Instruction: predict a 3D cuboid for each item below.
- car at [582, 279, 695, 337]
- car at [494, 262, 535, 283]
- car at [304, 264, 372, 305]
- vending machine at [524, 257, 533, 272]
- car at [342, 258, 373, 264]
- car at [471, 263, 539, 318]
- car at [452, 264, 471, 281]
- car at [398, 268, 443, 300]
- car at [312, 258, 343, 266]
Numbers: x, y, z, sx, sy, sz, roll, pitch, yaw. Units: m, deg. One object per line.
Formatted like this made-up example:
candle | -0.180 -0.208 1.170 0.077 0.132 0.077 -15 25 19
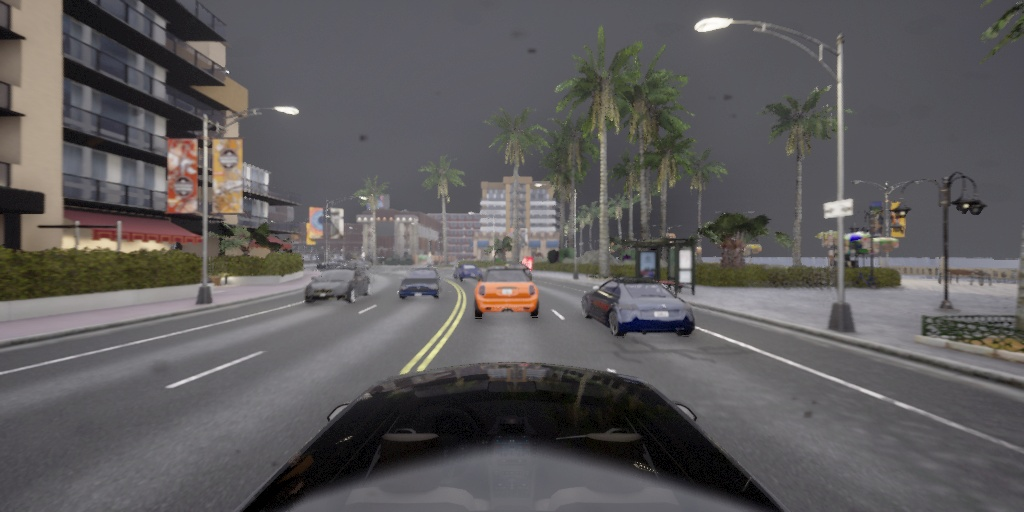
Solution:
car | 3.403 1.341 10.417 1.994 1.385 4.181 0 0 -3
car | 0.111 1.329 29.839 2.128 1.511 4.902 0 0 -16
car | -7.894 1.301 16.670 1.837 1.490 4.892 0 0 -9
vending machine | 2.057 1.080 45.273 1.100 2.100 0.880 0 0 -26
car | -23.693 1.409 55.515 4.902 1.511 2.128 0 0 40
car | -0.301 1.139 13.315 2.097 1.767 4.553 0 0 -4
car | -3.840 1.366 30.770 1.812 1.442 4.674 0 0 -18
car | -4.564 1.350 18.590 2.033 1.411 5.357 0 0 -9
car | -27.536 1.461 54.268 5.357 1.411 2.033 0 0 37
